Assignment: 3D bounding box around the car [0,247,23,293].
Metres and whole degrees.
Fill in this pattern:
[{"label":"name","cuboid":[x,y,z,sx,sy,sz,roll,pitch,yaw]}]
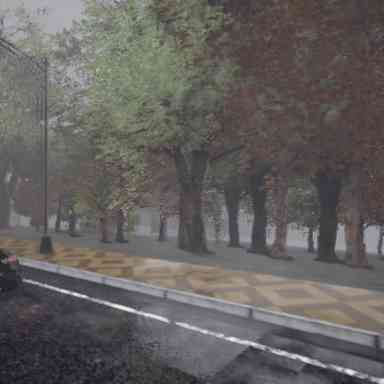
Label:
[{"label":"car","cuboid":[-5.869,1.616,7.861,4.181,1.385,1.994,0,0,35]}]
